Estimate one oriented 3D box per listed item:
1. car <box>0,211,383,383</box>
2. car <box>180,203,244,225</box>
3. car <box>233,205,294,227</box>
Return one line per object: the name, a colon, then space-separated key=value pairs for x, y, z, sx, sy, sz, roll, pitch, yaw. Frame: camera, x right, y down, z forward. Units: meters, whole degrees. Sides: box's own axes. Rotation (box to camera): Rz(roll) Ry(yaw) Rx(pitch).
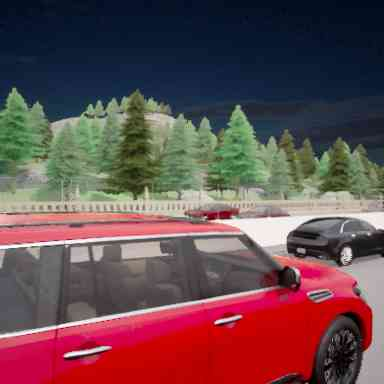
car: x=-0.396 y=1.238 z=3.474 sx=5.566 sy=2.045 sz=2.150 roll=1 pitch=-1 yaw=-35
car: x=1.645 y=1.671 z=26.660 sx=5.008 sy=1.535 sz=1.882 roll=1 pitch=0 yaw=-35
car: x=5.412 y=1.744 z=25.047 sx=4.674 sy=1.442 sz=1.812 roll=1 pitch=0 yaw=-35
